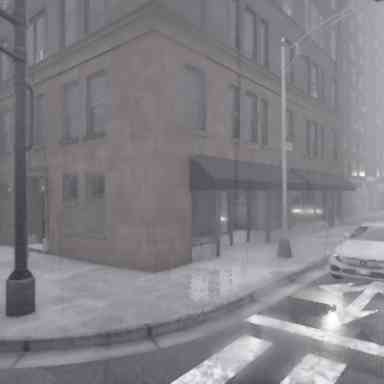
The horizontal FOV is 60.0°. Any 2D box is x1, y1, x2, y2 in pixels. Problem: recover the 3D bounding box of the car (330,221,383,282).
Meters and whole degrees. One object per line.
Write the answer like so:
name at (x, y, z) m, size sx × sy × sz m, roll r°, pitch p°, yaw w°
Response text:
car at (5.529, 1.593, 9.526) m, size 1.812 × 1.442 × 4.674 m, roll -1°, pitch -1°, yaw 41°
